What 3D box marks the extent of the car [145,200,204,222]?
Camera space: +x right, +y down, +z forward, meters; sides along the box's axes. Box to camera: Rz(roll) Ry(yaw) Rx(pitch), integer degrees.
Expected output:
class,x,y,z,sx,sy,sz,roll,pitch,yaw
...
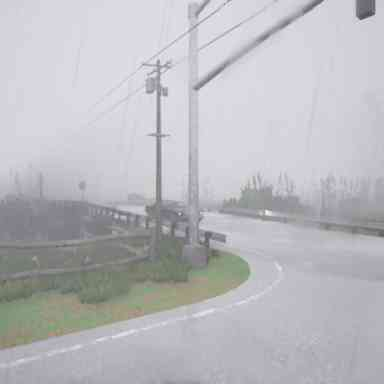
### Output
class,x,y,z,sx,sy,sz,roll,pitch,yaw
car,-1.215,1.231,21.161,1.895,1.301,4.718,0,3,-32
